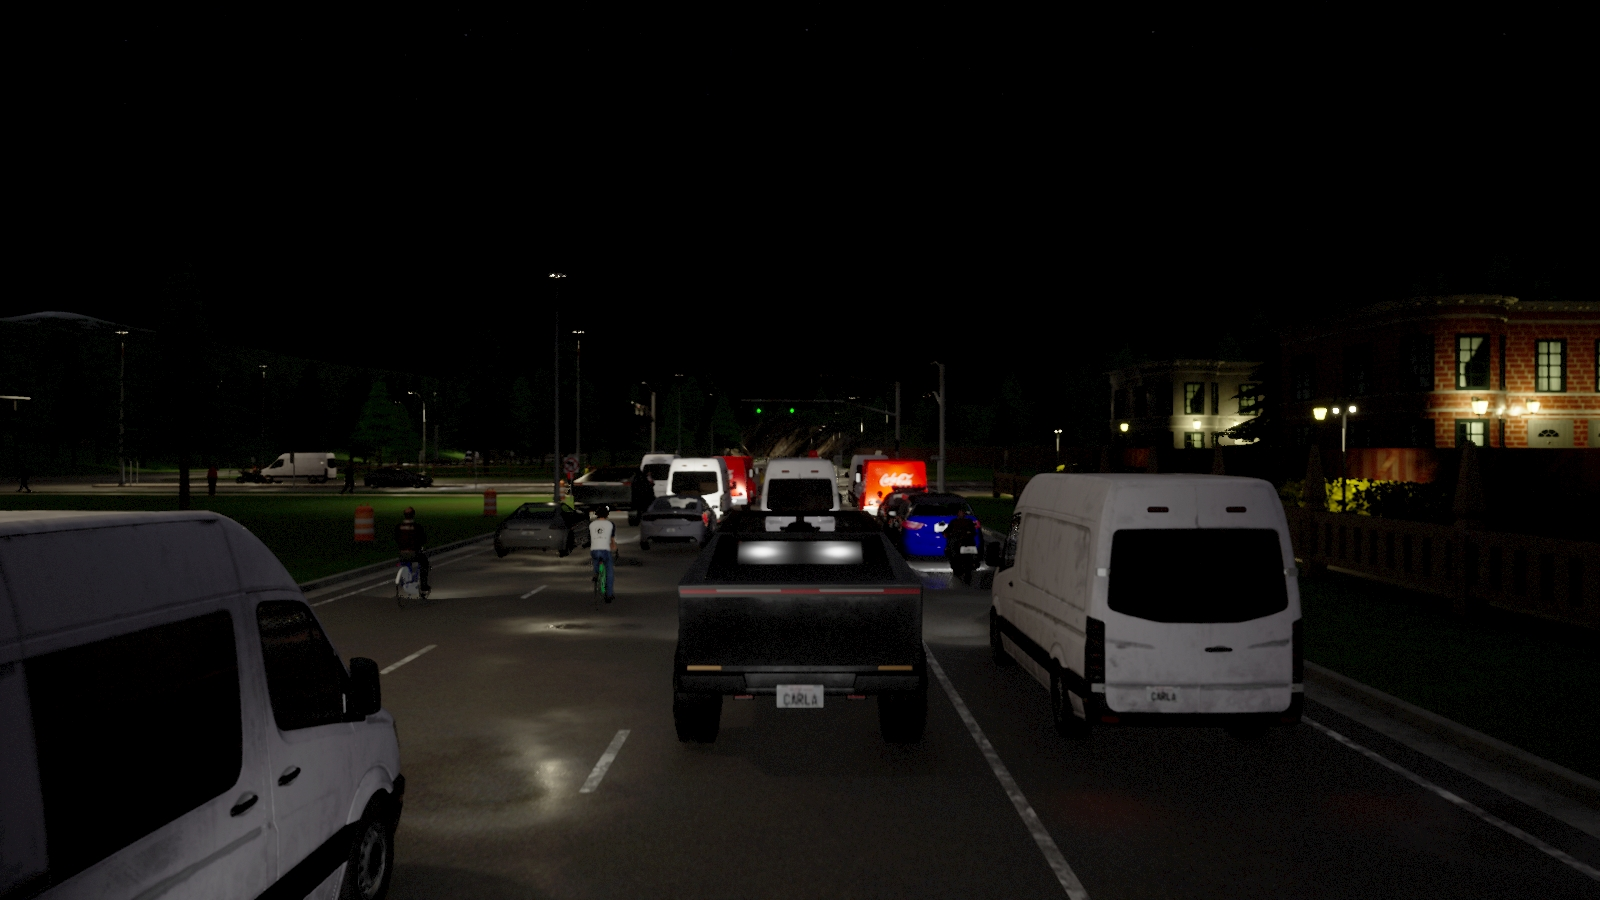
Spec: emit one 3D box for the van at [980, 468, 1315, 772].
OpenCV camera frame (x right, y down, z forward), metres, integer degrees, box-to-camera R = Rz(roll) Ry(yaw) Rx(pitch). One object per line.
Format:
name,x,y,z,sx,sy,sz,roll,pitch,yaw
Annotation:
van,3.497,1.532,12.922,1.988,2.561,5.915,0,0,0

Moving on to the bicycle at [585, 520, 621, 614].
bicycle,-3.499,2.052,20.370,0.373,1.496,1.643,0,0,0

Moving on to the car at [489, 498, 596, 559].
car,-7.006,2.114,31.500,1.994,1.385,4.181,0,0,0

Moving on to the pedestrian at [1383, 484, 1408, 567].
pedestrian,13.425,1.692,25.769,0.375,1.860,0.375,0,0,1

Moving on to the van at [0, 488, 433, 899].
van,-3.504,1.533,4.862,1.988,2.561,5.915,0,0,0

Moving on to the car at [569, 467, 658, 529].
car,-7.000,1.746,43.618,2.390,2.098,6.274,0,0,0

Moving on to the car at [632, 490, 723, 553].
car,-3.495,2.029,33.525,2.097,1.535,5.006,0,0,0

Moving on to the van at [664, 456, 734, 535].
van,-3.504,1.528,40.810,1.988,2.561,5.915,0,0,0

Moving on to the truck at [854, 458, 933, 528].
truck,3.500,1.565,43.947,2.627,2.467,5.204,0,0,0

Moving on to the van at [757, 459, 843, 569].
van,-0.003,1.527,29.623,1.988,2.561,5.915,0,0,0

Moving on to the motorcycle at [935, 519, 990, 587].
motorcycle,3.501,2.201,24.789,0.867,1.251,2.209,0,0,0

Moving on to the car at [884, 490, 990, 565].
car,3.501,1.962,30.103,2.242,1.667,4.611,0,0,0

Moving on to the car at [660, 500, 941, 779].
car,0.001,1.751,12.854,2.390,2.098,6.274,0,0,0

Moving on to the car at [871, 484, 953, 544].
car,3.501,1.976,36.621,2.097,1.638,5.238,0,0,0

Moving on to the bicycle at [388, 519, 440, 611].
bicycle,-7.005,2.056,20.802,0.329,1.471,1.835,0,1,0
